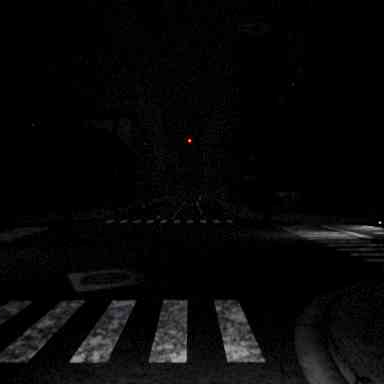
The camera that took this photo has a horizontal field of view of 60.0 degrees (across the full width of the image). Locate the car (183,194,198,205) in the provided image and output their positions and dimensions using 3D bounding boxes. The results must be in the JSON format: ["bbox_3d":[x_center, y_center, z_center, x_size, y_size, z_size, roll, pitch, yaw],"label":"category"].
[{"bbox_3d":[-0.283,1.644,63.357,1.837,1.490,4.892,0,0,0],"label":"car"}]

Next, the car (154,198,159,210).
[{"bbox_3d":[-5.692,1.518,41.728,1.967,1.590,4.097,0,0,0],"label":"car"}]

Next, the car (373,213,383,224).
[{"bbox_3d":[14.347,1.508,20.748,5.357,1.411,2.033,0,0,-2],"label":"car"}]

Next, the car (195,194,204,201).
[{"bbox_3d":[2.012,1.462,90.208,2.150,2.045,5.566,0,0,0],"label":"car"}]

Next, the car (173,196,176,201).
[{"bbox_3d":[-5.655,1.749,80.302,2.008,1.369,4.403,0,0,0],"label":"car"}]

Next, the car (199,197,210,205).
[{"bbox_3d":[2.354,1.691,63.762,2.008,1.369,4.403,0,0,0],"label":"car"}]

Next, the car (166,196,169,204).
[{"bbox_3d":[-5.676,1.673,58.259,2.008,1.369,4.403,0,0,0],"label":"car"}]

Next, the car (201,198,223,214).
[{"bbox_3d":[2.327,1.631,36.208,1.947,1.339,4.313,0,0,0],"label":"car"}]

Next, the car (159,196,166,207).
[{"bbox_3d":[-5.681,1.689,52.748,1.802,1.307,4.206,0,0,0],"label":"car"}]

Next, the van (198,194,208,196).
[{"bbox_3d":[2.349,1.464,58.252,1.690,1.788,3.998,0,0,0],"label":"van"}]

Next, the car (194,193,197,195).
[{"bbox_3d":[-0.273,1.531,73.777,1.812,1.442,4.674,0,0,0],"label":"car"}]

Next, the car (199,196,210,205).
[{"bbox_3d":[2.338,1.673,47.231,1.802,1.307,4.206,0,0,0],"label":"car"}]

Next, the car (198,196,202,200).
[{"bbox_3d":[2.343,1.673,52.741,1.947,1.339,4.313,0,0,0],"label":"car"}]

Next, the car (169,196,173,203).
[{"bbox_3d":[-5.666,1.599,69.281,1.967,1.590,4.097,0,0,0],"label":"car"}]

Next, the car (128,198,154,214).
[{"bbox_3d":[-5.697,1.505,36.217,1.967,1.590,4.097,0,0,0],"label":"car"}]
